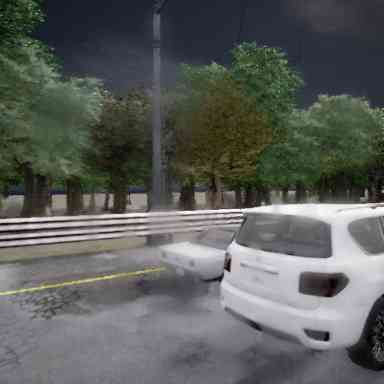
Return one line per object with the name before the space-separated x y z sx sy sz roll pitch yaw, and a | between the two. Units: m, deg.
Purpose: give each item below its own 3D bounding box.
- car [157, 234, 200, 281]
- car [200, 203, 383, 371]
car | 1.536 1.599 9.132 4.718 1.301 1.895 0 0 -35
car | 3.049 1.220 5.914 5.566 2.045 2.150 0 0 -35
